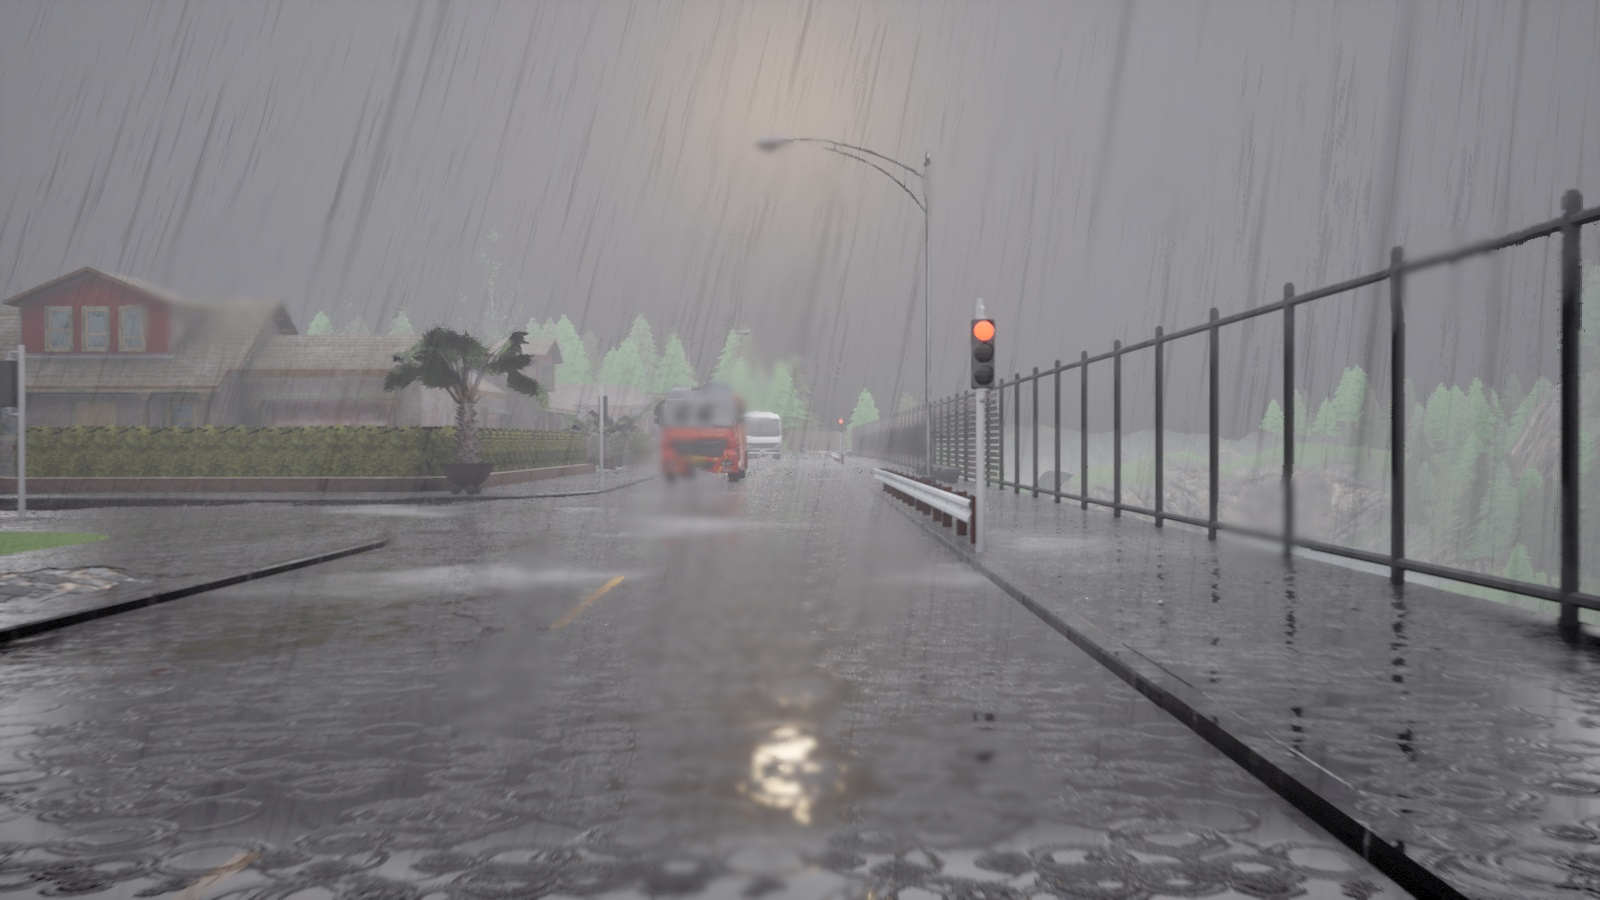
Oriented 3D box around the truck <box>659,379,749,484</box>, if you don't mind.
[{"bbox_3d":[-3.698,-0.704,50.193,2.891,3.827,8.468,0,0,0],"label":"truck"}]
